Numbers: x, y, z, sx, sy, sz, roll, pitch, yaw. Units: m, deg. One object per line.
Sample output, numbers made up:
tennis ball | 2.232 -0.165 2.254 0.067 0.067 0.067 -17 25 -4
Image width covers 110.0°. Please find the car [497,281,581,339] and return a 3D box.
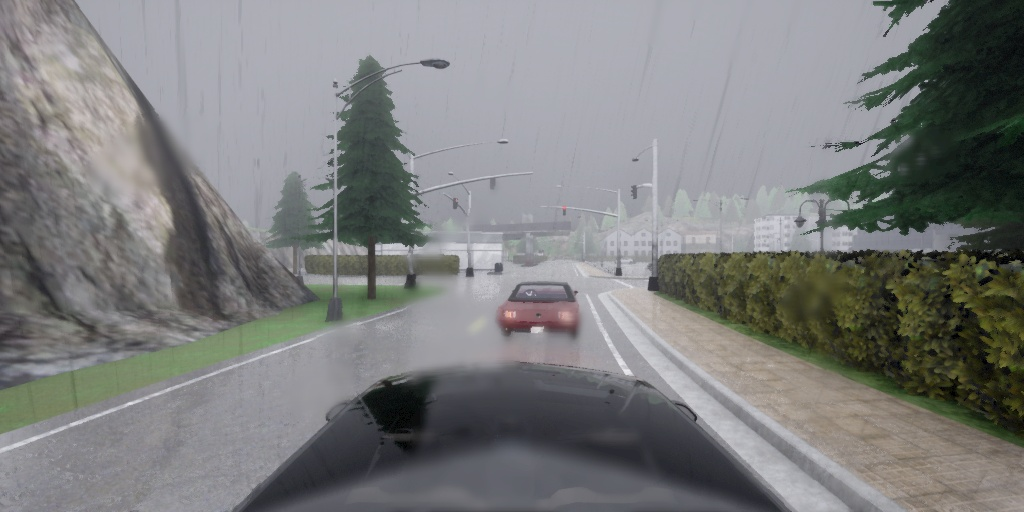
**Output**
car | 0.914 1.351 10.127 1.895 1.301 4.718 0 0 8
